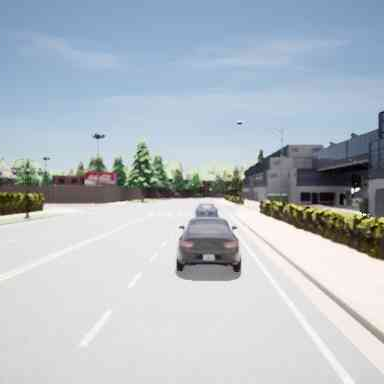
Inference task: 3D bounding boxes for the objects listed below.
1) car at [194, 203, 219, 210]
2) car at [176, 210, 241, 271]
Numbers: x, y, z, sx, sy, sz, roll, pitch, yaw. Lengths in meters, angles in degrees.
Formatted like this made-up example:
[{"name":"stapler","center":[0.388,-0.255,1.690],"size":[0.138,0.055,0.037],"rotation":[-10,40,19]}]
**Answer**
[{"name":"car","center":[1.088,1.567,25.472],"size":[2.033,1.411,5.357],"rotation":[0,0,2]},{"name":"car","center":[0.524,1.536,10.829],"size":[1.812,1.442,4.674],"rotation":[0,-1,2]}]
